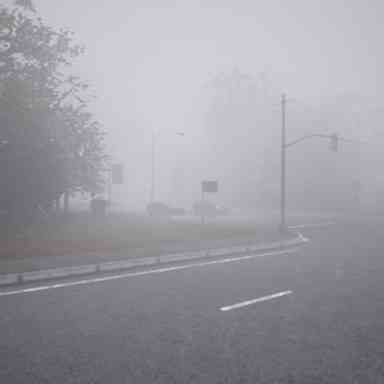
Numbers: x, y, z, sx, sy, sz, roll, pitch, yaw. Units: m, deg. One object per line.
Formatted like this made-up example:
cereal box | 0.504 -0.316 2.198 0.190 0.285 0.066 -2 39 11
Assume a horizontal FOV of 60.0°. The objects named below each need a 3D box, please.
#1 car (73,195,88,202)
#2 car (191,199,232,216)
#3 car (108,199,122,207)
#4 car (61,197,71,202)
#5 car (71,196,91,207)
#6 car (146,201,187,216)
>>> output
car | -27.482 1.623 82.194 1.882 1.535 5.008 0 0 -39
car | 1.934 1.478 34.081 2.097 1.767 4.553 0 0 -39
car | -12.890 1.720 52.692 1.895 1.301 4.718 0 0 -38
car | -30.489 1.723 80.349 1.895 1.301 4.718 0 0 -39
car | -16.939 1.624 52.180 1.812 1.442 4.674 0 0 -38
car | -2.782 1.652 34.369 2.033 1.411 5.357 0 0 -39
